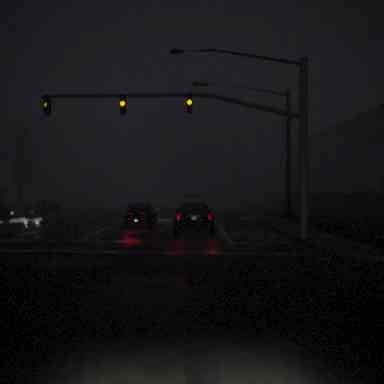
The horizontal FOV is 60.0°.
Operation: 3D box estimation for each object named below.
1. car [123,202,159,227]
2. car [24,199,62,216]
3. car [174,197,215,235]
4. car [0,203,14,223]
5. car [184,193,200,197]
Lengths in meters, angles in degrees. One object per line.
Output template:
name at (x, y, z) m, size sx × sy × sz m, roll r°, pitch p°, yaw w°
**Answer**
car at (-3.398, 1.480, 22.653) m, size 1.837 × 1.490 × 4.892 m, roll 0°, pitch 0°, yaw 0°
car at (-14.022, 1.462, 31.614) m, size 2.128 × 1.511 × 4.902 m, roll 0°, pitch 0°, yaw 1°
car at (0.101, 1.330, 18.732) m, size 2.097 × 1.767 × 4.553 m, roll 0°, pitch 0°, yaw 0°
car at (-14.023, 1.475, 22.392) m, size 2.128 × 1.511 × 4.902 m, roll 0°, pitch 0°, yaw 0°
car at (0.005, 1.161, 48.154) m, size 2.150 × 2.045 × 5.566 m, roll 0°, pitch 0°, yaw 0°
